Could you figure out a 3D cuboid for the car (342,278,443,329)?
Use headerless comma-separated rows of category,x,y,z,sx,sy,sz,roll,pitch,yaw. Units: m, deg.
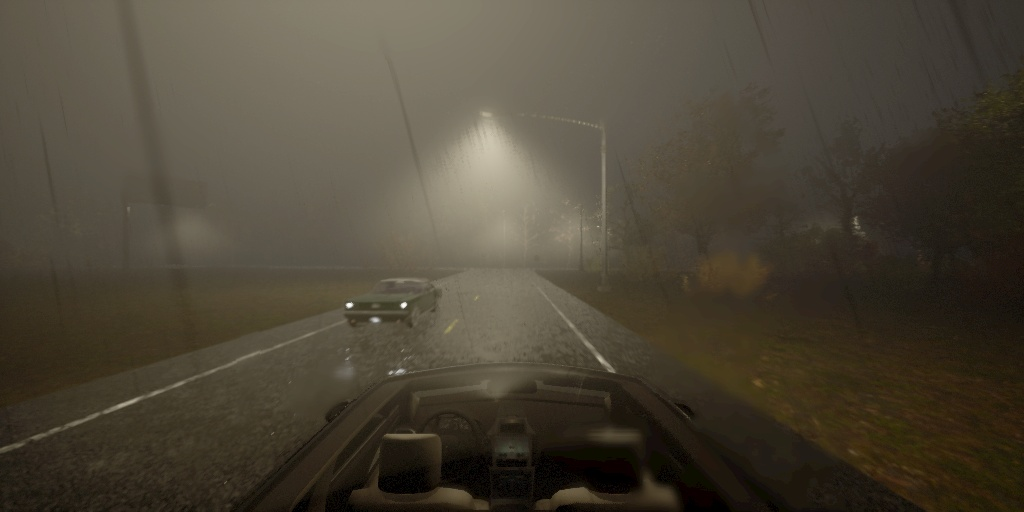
car,-3.602,1.401,11.685,1.895,1.301,4.718,0,0,0
